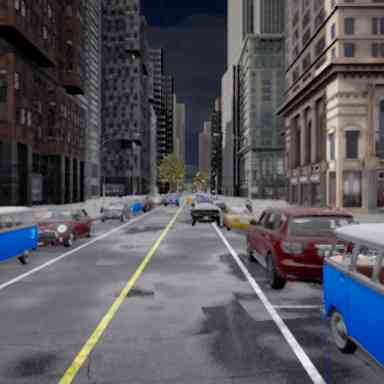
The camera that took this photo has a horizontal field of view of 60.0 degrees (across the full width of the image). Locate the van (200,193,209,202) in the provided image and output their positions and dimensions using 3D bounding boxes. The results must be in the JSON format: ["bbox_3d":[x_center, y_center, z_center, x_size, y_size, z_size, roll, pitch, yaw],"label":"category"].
[{"bbox_3d":[2.802,1.239,75.357,1.690,1.788,3.998,0,0,0],"label":"van"}]

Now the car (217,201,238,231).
[{"bbox_3d":[2.777,1.496,20.277,1.752,1.417,4.829,0,0,0],"label":"car"}]

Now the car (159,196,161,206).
[{"bbox_3d":[-5.757,1.451,53.106,1.752,1.417,4.829,0,0,0],"label":"car"}]

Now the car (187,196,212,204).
[{"bbox_3d":[0.803,1.432,33.170,1.882,1.535,5.008,0,0,2],"label":"car"}]

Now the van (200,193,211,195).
[{"bbox_3d":[2.795,1.259,58.782,1.690,1.788,3.998,0,0,0],"label":"van"}]

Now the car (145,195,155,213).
[{"bbox_3d":[-5.757,1.263,36.700,2.192,1.841,5.009,0,0,0],"label":"car"}]

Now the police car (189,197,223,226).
[{"bbox_3d":[0.907,1.392,23.255,1.930,1.638,5.238,0,0,0],"label":"police car"}]

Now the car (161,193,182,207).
[{"bbox_3d":[-3.052,1.153,50.522,2.150,2.045,5.566,0,0,0],"label":"car"}]

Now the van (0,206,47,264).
[{"bbox_3d":[-5.759,1.327,9.073,1.690,1.788,3.998,0,0,0],"label":"van"}]

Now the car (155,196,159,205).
[{"bbox_3d":[-5.758,1.485,42.225,1.887,1.381,4.507,0,0,0],"label":"car"}]

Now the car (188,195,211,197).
[{"bbox_3d":[0.810,1.423,39.119,1.882,1.535,5.008,0,0,-2],"label":"car"}]

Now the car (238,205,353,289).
[{"bbox_3d":[2.773,1.301,9.057,2.192,1.841,5.009,0,0,0],"label":"car"}]

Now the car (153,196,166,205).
[{"bbox_3d":[-5.757,1.463,58.802,1.887,1.381,4.507,0,0,0],"label":"car"}]

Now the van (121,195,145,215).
[{"bbox_3d":[-5.758,1.297,31.174,1.690,1.788,3.998,0,0,0],"label":"van"}]

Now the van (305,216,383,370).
[{"bbox_3d":[2.770,1.335,3.532,1.690,1.788,3.998,0,0,0],"label":"van"}]

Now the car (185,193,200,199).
[{"bbox_3d":[0.017,1.395,59.497,1.882,1.535,5.008,0,0,0],"label":"car"}]

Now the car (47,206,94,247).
[{"bbox_3d":[-5.759,1.419,14.597,1.967,1.590,4.097,0,0,0],"label":"car"}]

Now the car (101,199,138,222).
[{"bbox_3d":[-5.759,1.514,25.649,2.008,1.369,4.403,0,0,0],"label":"car"}]

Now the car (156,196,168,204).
[{"bbox_3d":[-5.757,1.456,64.327,1.887,1.381,4.507,0,0,0],"label":"car"}]
